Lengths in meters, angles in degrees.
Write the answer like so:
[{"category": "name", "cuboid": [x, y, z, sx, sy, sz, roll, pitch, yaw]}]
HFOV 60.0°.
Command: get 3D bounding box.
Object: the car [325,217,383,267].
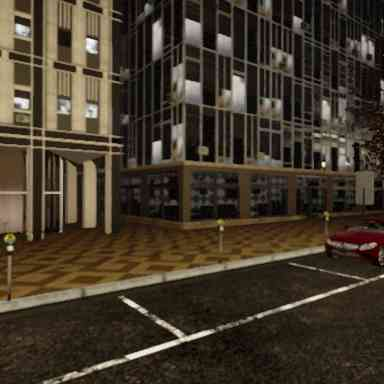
[{"category": "car", "cuboid": [6.197, 1.506, 11.101, 4.206, 1.307, 1.802, 0, 1, -35]}]
